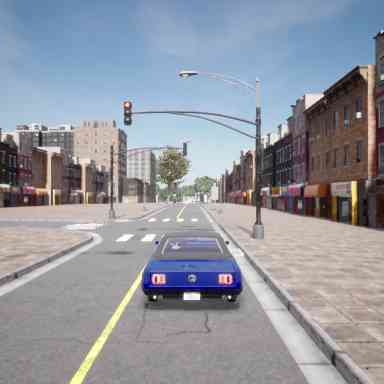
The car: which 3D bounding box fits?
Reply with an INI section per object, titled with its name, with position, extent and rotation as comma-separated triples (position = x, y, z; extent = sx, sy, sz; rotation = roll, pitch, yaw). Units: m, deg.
[car]
position = 0.009, 1.612, 8.267
extent = 1.895, 1.301, 4.718
rotation = 0, 0, 0
